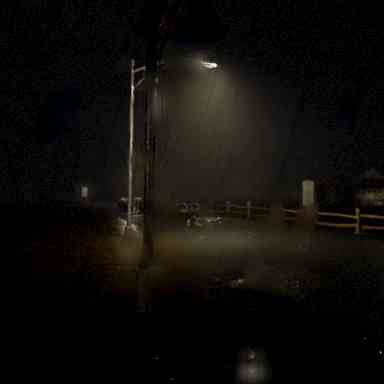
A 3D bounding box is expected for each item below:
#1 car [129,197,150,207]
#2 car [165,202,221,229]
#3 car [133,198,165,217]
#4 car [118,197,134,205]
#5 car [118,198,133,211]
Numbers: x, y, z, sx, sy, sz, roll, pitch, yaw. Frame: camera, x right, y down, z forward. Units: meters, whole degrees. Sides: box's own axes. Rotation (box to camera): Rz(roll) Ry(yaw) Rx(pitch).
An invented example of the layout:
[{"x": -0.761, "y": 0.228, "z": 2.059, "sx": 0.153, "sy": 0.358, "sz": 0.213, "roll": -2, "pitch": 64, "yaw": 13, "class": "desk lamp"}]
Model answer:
[{"x": -8.131, "y": 1.553, "z": 50.875, "sx": 2.033, "sy": 1.411, "sz": 5.357, "roll": 1, "pitch": -1, "yaw": -22, "class": "car"}, {"x": 0.103, "y": 1.394, "z": 20.568, "sx": 1.837, "sy": 1.490, "sz": 4.892, "roll": 1, "pitch": 0, "yaw": -22, "class": "car"}, {"x": -3.616, "y": 1.389, "z": 29.795, "sx": 1.837, "sy": 1.490, "sz": 4.892, "roll": 1, "pitch": 0, "yaw": -22, "class": "car"}, {"x": -12.020, "y": 1.655, "z": 60.408, "sx": 1.895, "sy": 1.301, "sz": 4.718, "roll": 1, "pitch": -1, "yaw": -22, "class": "car"}, {"x": -7.340, "y": 1.496, "z": 39.054, "sx": 1.895, "sy": 1.301, "sz": 4.718, "roll": 1, "pitch": -1, "yaw": -22, "class": "car"}]
